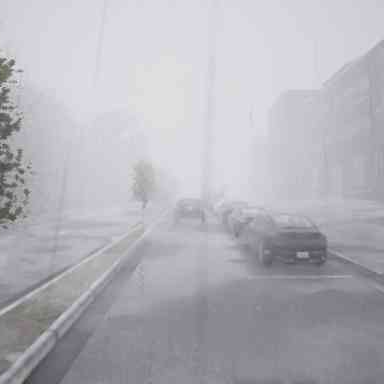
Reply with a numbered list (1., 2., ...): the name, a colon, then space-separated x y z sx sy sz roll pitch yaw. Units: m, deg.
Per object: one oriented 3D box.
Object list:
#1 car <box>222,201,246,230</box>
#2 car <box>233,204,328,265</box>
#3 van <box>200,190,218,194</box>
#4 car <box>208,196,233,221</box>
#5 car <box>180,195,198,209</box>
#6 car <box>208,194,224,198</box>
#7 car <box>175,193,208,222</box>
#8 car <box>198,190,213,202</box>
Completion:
1. car: 2.874 1.392 16.852 2.002 1.452 4.674 0 0 -1
2. car: 2.937 1.397 11.301 2.231 1.521 4.892 0 0 -1
3. van: 2.495 0.806 50.244 1.878 1.987 4.442 0 1 -1
4. car: 2.749 1.297 27.944 2.002 1.452 4.674 0 1 -1
5. car: -0.349 1.145 40.943 2.128 1.511 4.902 0 1 -1
6. car: 2.685 1.235 33.522 2.163 1.488 4.792 0 1 -1
7. car: -0.161 1.162 24.299 2.097 1.767 4.553 0 0 -1
8. car: 2.370 0.651 61.247 2.435 2.045 5.566 0 1 -1
